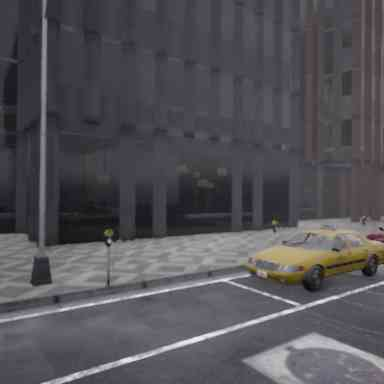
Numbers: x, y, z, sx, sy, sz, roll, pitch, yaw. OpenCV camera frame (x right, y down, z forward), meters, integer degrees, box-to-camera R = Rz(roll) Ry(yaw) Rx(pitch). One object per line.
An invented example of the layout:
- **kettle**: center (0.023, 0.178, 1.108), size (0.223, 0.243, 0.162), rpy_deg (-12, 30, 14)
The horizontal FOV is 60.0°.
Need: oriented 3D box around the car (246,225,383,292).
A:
- **car**: center (3.615, 1.631, 9.234), size (4.829, 1.417, 1.752), rpy_deg (1, -1, -36)
